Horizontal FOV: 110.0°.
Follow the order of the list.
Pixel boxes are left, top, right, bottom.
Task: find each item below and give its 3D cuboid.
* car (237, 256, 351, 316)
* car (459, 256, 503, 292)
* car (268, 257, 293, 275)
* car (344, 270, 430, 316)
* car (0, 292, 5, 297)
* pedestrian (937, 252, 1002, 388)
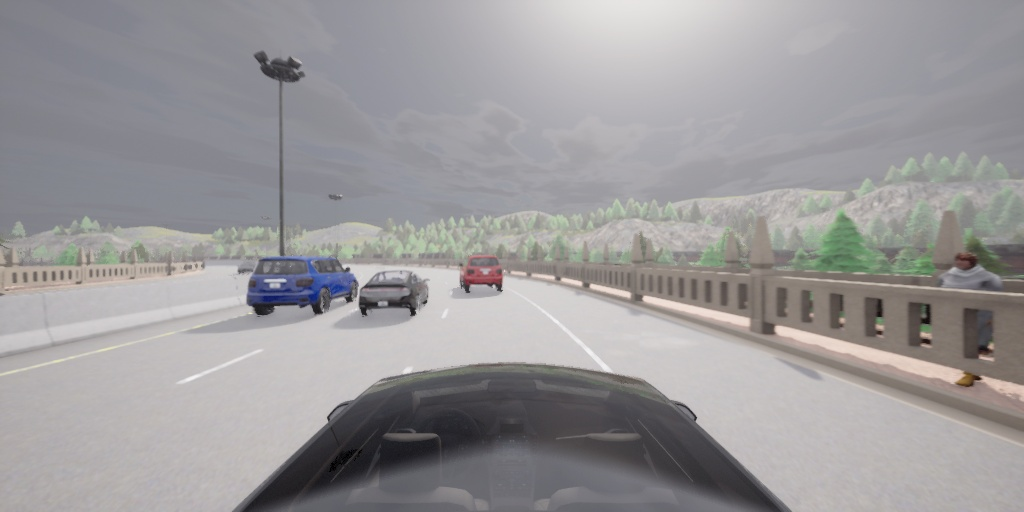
[{"bbox_3d":[-7.812,1.029,13.979,2.150,2.045,5.566,0,0,-7],"label":"car"},{"bbox_3d":[-1.957,0.997,21.823,2.150,2.045,5.566,0,0,-12],"label":"car"},{"bbox_3d":[-29.206,1.183,45.374,2.150,2.045,5.566,0,0,-29],"label":"car"},{"bbox_3d":[-4.276,1.276,13.547,2.128,1.511,4.902,0,0,-6],"label":"car"},{"bbox_3d":[-21.919,1.441,12.506,2.033,1.411,5.357,0,0,-7],"label":"car"},{"bbox_3d":[6.385,0.855,5.026,0.375,1.860,0.375,0,0,-2],"label":"pedestrian"}]
